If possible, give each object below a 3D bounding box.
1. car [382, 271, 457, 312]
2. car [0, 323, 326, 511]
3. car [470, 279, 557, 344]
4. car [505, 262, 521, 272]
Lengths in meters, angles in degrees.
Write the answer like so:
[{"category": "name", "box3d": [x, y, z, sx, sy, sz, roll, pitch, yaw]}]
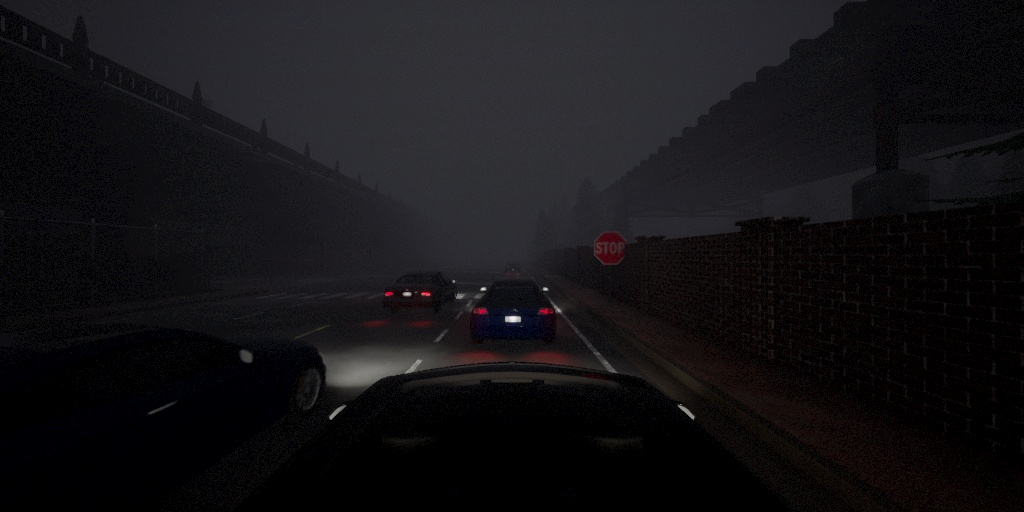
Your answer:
[{"category": "car", "box3d": [-3.426, 1.298, 14.204, 2.033, 1.411, 5.357, 0, 0, 0]}, {"category": "car", "box3d": [-3.401, 1.276, 2.870, 1.812, 1.442, 4.674, 0, 0, 0]}, {"category": "car", "box3d": [0.063, 1.314, 9.634, 1.994, 1.385, 4.181, 0, 0, 1]}, {"category": "car", "box3d": [0.095, 1.351, 45.020, 1.895, 1.301, 4.718, 0, 0, -1]}]
